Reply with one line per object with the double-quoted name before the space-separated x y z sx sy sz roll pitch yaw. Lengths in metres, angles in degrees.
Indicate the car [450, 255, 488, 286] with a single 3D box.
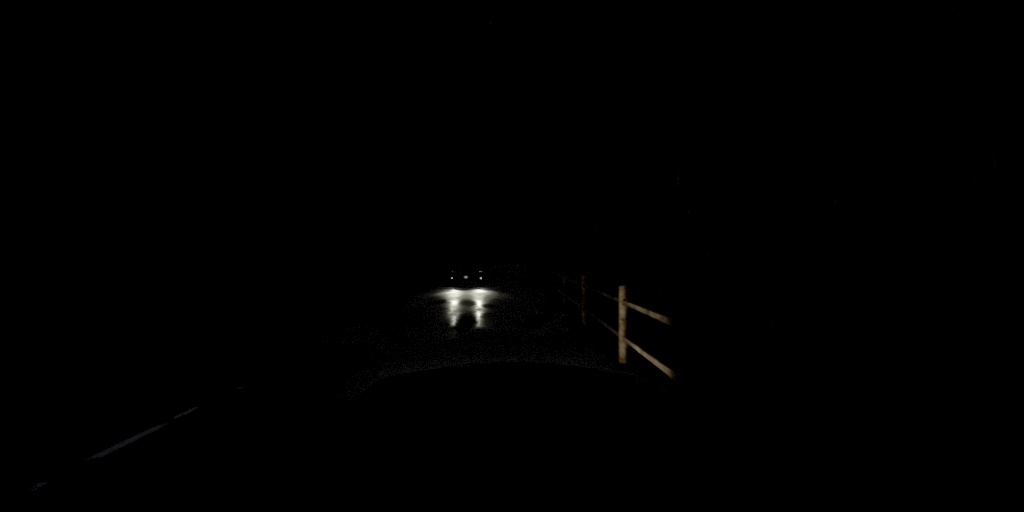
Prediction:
"car" -2.853 0.945 24.973 2.150 2.045 5.566 0 0 0
